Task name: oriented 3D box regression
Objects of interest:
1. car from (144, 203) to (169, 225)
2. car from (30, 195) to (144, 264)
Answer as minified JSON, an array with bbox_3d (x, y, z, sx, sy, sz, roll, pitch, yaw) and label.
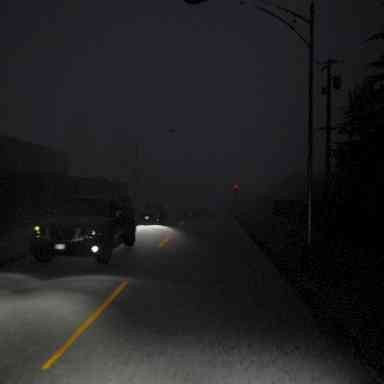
[{"bbox_3d":[-2.783,1.463,23.386,1.994,1.385,4.181,1,0,4],"label":"car"},{"bbox_3d":[-3.482,1.148,11.921,2.150,2.045,5.566,1,0,3],"label":"car"}]
